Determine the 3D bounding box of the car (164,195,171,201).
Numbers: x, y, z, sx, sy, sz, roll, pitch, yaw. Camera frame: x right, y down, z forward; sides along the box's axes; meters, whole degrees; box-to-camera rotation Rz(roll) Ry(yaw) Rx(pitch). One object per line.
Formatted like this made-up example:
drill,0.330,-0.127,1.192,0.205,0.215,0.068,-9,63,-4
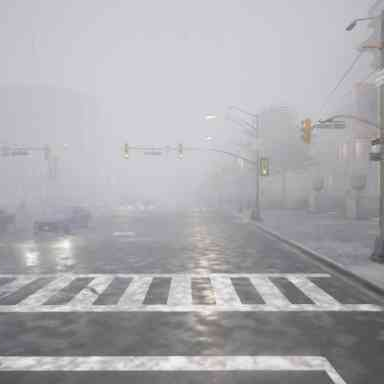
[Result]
car,-7.707,1.623,85.809,1.895,1.301,4.718,0,0,-25

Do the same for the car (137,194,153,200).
car,-13.269,1.458,94.425,1.882,1.535,5.008,0,0,-43

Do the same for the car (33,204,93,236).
car,-7.129,1.484,18.787,1.882,1.535,5.008,0,0,0

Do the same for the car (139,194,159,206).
car,-7.188,1.496,55.611,1.882,1.535,5.008,0,0,0

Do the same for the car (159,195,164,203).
car,-7.205,1.499,65.722,1.882,1.535,5.008,0,0,0

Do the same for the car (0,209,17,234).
car,-10.623,1.483,16.332,1.882,1.535,5.008,0,0,0

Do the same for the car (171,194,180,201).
car,-5.056,1.384,88.297,2.097,1.767,4.553,0,0,-29

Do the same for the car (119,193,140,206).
car,-10.687,1.240,56.140,2.150,2.045,5.566,0,0,0
